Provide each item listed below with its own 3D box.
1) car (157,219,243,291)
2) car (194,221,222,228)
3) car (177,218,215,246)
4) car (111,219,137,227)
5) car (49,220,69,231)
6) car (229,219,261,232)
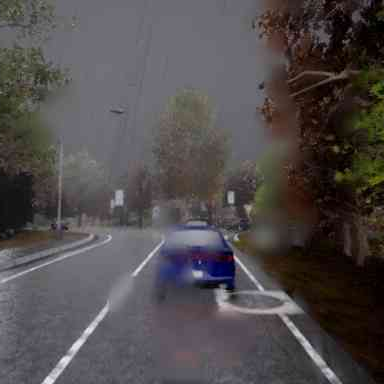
[{"bbox_3d":[0.101,1.726,9.716,1.882,1.535,5.008,0,-2,0],"label":"car"},{"bbox_3d":[3.223,6.543,67.555,5.357,1.411,2.033,-1,-5,22],"label":"car"},{"bbox_3d":[0.400,2.391,20.820,2.033,1.411,5.357,0,-4,4],"label":"car"},{"bbox_3d":[-13.268,6.080,65.132,5.008,1.535,1.882,2,-6,-35],"label":"car"},{"bbox_3d":[-17.654,4.398,44.037,2.033,1.411,5.357,3,-6,-30],"label":"car"},{"bbox_3d":[6.027,3.913,39.121,4.892,1.490,1.837,4,-5,-36],"label":"car"}]
